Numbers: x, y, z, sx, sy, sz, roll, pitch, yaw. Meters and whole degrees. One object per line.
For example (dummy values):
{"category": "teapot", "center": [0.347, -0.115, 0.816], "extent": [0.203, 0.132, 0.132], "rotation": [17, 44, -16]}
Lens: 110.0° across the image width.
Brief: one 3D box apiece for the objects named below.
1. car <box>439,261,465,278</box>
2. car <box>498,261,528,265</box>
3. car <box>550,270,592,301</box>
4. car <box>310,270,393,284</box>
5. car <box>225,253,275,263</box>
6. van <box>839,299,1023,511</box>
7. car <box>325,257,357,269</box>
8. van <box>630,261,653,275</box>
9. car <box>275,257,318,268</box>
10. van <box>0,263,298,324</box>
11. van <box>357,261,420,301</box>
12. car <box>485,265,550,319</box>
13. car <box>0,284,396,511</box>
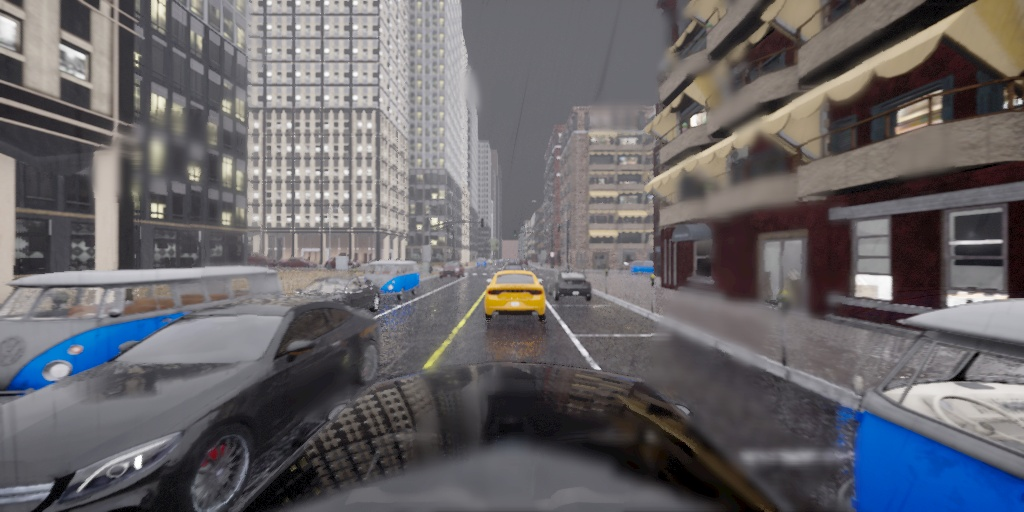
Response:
{"category": "car", "center": [-5.684, 1.259, 34.259], "extent": [1.967, 1.591, 4.097], "rotation": [0, 0, 0]}
{"category": "car", "center": [0.106, 1.355, 29.171], "extent": [2.033, 1.411, 5.357], "rotation": [0, 0, 0]}
{"category": "car", "center": [2.693, 1.332, 17.311], "extent": [2.007, 1.370, 4.403], "rotation": [0, 0, 0]}
{"category": "car", "center": [-5.688, 1.320, 11.665], "extent": [2.007, 1.370, 4.403], "rotation": [0, 0, 0]}
{"category": "car", "center": [-32.287, 0.573, 45.008], "extent": [5.009, 1.841, 2.192], "rotation": [0, 0, 0]}
{"category": "van", "center": [2.690, 1.088, 0.366], "extent": [1.690, 1.789, 3.998], "rotation": [0, 0, 0]}
{"category": "car", "center": [-21.139, 0.912, 45.030], "extent": [4.097, 1.591, 1.967], "rotation": [0, 0, 0]}
{"category": "van", "center": [16.920, 1.546, 44.971], "extent": [3.998, 1.789, 1.690], "rotation": [0, 0, 0]}
{"category": "car", "center": [-26.713, 0.947, 45.019], "extent": [4.207, 1.307, 1.802], "rotation": [0, 0, 0]}
{"category": "van", "center": [-5.690, 1.099, 6.016], "extent": [1.690, 1.789, 3.998], "rotation": [0, 0, 0]}
{"category": "van", "center": [-5.687, 1.122, 17.314], "extent": [1.690, 1.789, 3.998], "rotation": [0, 0, 0]}
{"category": "car", "center": [0.097, 1.250, 12.888], "extent": [1.882, 1.535, 5.008], "rotation": [0, 0, 0]}
{"category": "car", "center": [-3.099, 1.281, 4.286], "extent": [1.812, 1.442, 4.674], "rotation": [0, 0, 0]}
